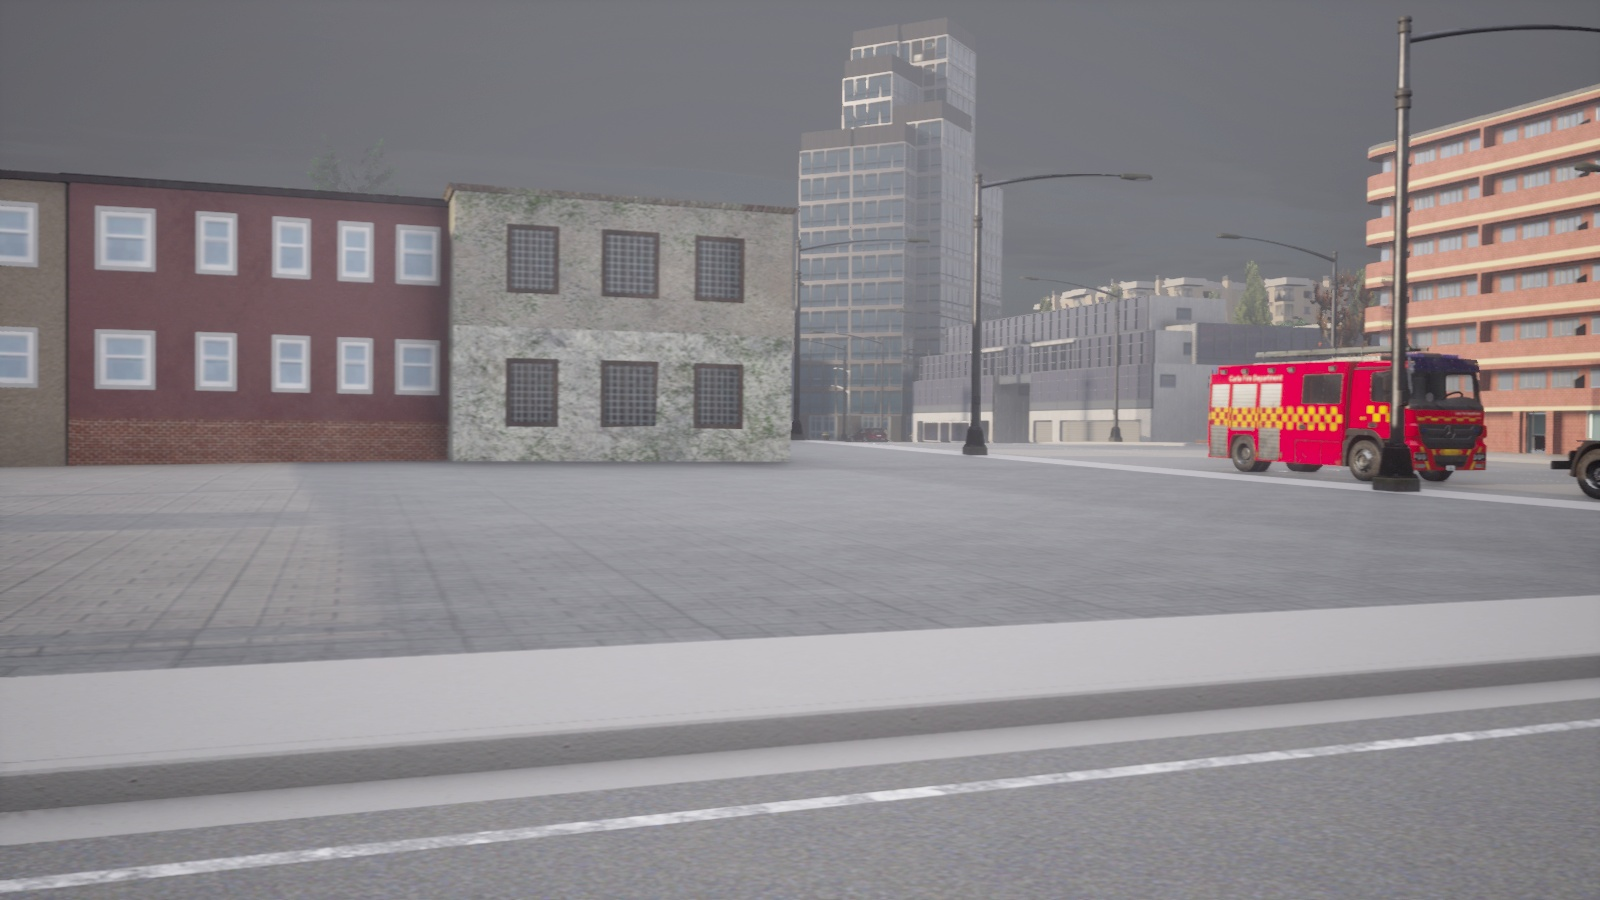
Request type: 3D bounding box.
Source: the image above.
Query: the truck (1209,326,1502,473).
[{"bbox_3d":[16.106,-1.464,37.345,2.891,3.827,8.468,-1,2,-20],"label":"truck"}]

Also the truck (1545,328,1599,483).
[{"bbox_3d":[20.130,-0.960,26.089,2.891,3.462,7.936,-1,2,-20],"label":"truck"}]
